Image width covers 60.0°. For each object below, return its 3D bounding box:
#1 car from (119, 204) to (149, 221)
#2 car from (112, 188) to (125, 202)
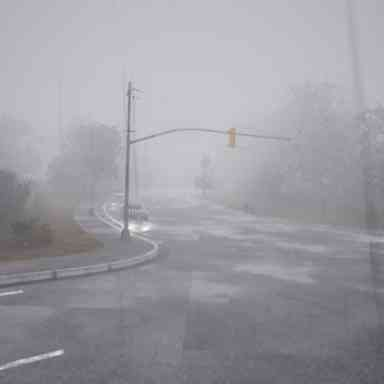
[{"bbox_3d":[-5.123,1.760,29.307,1.895,1.301,4.718,2,0,-21],"label":"car"},{"bbox_3d":[-11.390,0.507,52.856,2.150,2.045,5.566,1,3,-10],"label":"car"}]
